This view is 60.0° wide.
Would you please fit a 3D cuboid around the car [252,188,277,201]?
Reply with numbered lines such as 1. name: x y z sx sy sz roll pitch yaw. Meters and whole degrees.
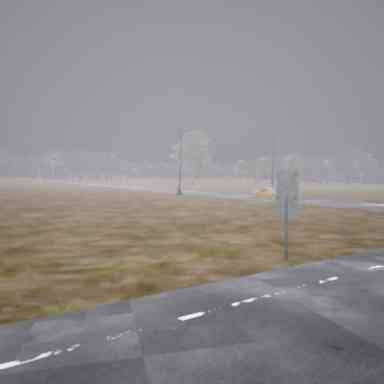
1. car: 10.077 0.245 43.451 1.882 1.535 5.008 0 2 -35
